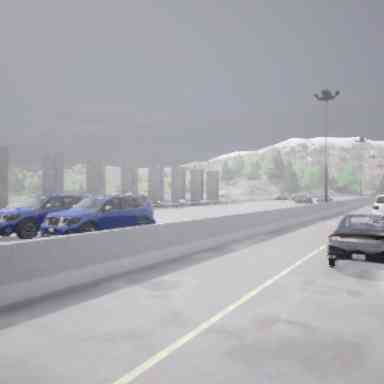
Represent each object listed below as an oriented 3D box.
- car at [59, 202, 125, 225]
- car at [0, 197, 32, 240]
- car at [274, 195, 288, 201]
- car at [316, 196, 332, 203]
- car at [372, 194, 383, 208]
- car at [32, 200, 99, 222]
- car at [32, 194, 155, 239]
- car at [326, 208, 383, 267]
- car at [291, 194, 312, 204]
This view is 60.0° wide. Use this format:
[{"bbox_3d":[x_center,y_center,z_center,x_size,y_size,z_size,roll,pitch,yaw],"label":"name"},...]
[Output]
[{"bbox_3d":[-7.014,1.447,23.664,1.994,1.385,4.181,0,0,33],"label":"car"},{"bbox_3d":[-7.204,1.131,16.910,2.150,2.045,5.566,0,0,33],"label":"car"},{"bbox_3d":[18.869,1.284,70.401,1.895,1.301,4.718,0,0,32],"label":"car"},{"bbox_3d":[22.445,1.411,56.362,2.033,1.411,5.357,0,0,33],"label":"car"},{"bbox_3d":[14.244,1.181,23.714,2.150,2.045,5.566,0,1,34],"label":"car"},{"bbox_3d":[-9.709,1.390,25.887,1.812,1.442,4.674,0,0,33],"label":"car"},{"bbox_3d":[-4.029,1.149,15.389,2.150,2.045,5.566,0,0,33],"label":"car"},{"bbox_3d":[5.641,1.470,10.623,2.128,1.511,4.902,0,0,33],"label":"car"},{"bbox_3d":[19.509,1.197,58.281,2.097,1.767,4.553,0,0,33],"label":"car"}]
